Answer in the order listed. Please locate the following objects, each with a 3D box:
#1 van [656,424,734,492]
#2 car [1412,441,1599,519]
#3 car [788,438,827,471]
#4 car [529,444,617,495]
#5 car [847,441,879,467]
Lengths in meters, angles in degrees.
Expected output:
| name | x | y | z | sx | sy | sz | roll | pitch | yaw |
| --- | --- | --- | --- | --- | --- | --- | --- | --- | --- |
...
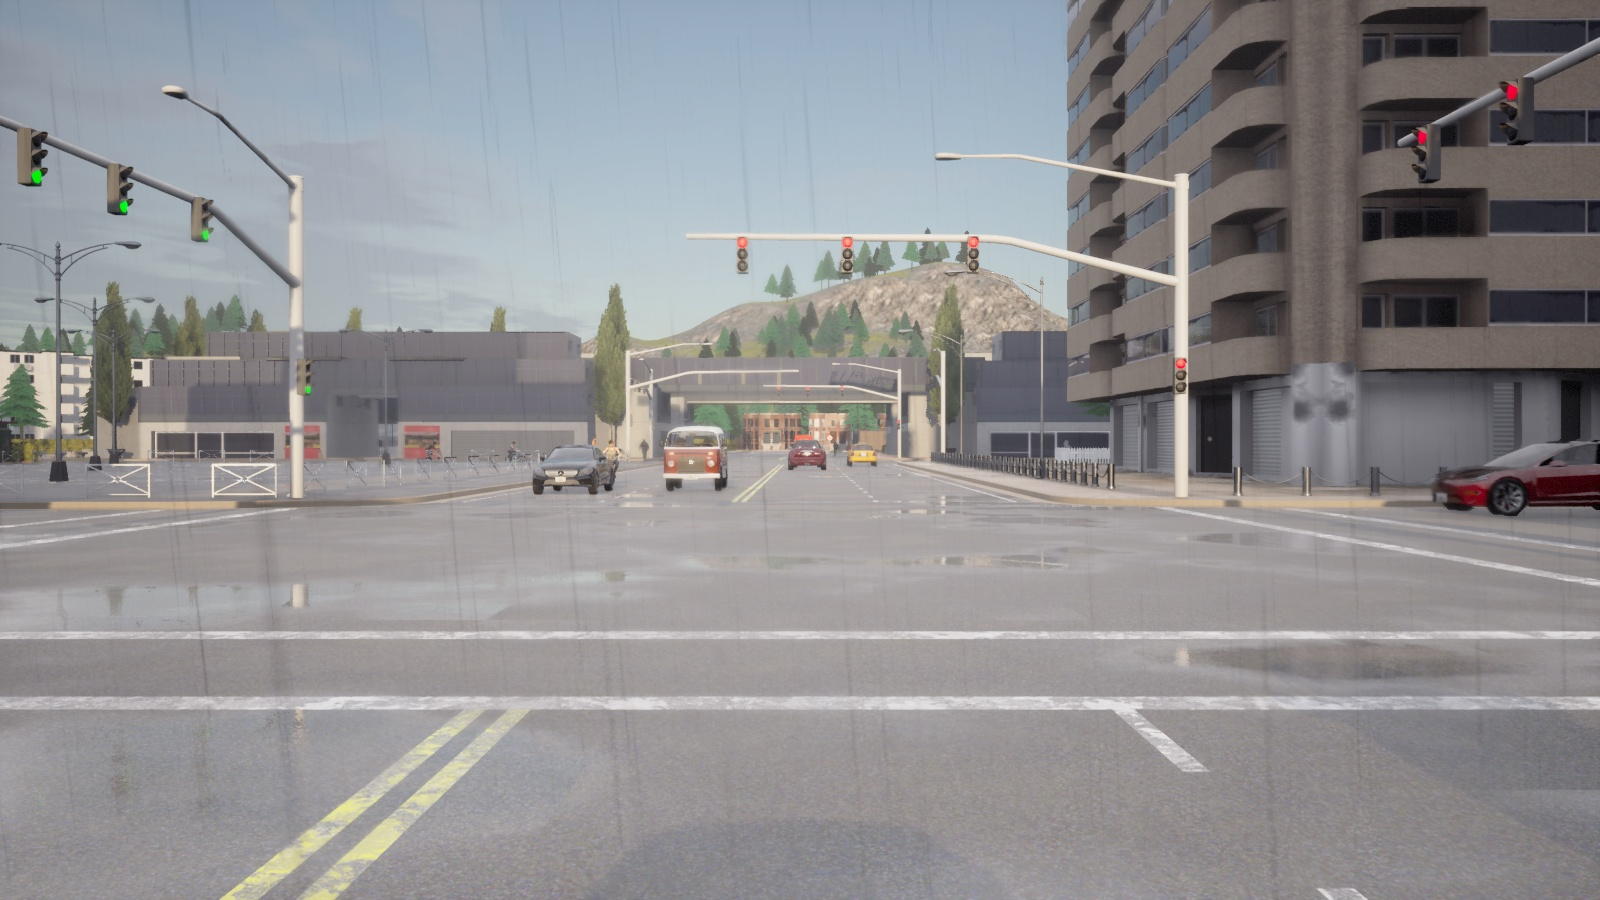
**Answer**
| name | x | y | z | sx | sy | sz | roll | pitch | yaw |
| --- | --- | --- | --- | --- | --- | --- | --- | --- | --- |
| van | -3.262 | 0.242 | 39.909 | 2.069 | 2.038 | 4.480 | 0 | 0 | 0 |
| car | 15.155 | 0.561 | 25.080 | 4.792 | 1.488 | 2.163 | 0 | 0 | 0 |
| car | 0.404 | 0.211 | 69.817 | 2.097 | 1.767 | 4.553 | 0 | 0 | 0 |
| car | -6.774 | 0.553 | 37.914 | 1.812 | 1.442 | 4.674 | 0 | 0 | 0 |
| car | 3.962 | 0.236 | 80.183 | 1.801 | 1.575 | 5.366 | 0 | 0 | 0 |
